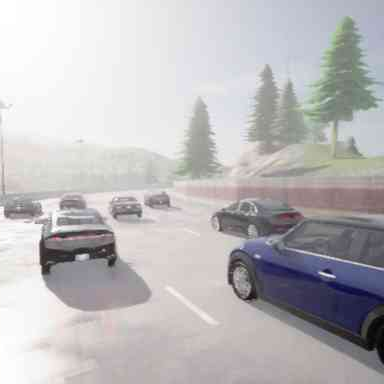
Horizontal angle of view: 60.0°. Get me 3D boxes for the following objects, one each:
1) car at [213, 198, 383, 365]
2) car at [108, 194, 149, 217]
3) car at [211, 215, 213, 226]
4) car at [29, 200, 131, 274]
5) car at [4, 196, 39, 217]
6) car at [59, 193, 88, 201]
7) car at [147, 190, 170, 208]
[{"bbox_3d":[2.442,1.127,5.338,2.097,1.767,4.553,-2,2,-26],"label":"car"},{"bbox_3d":[-4.601,0.931,22.513,2.033,1.411,5.357,-2,2,-18],"label":"car"},{"bbox_3d":[2.474,1.023,13.677,1.837,1.490,4.892,-2,2,-23],"label":"car"},{"bbox_3d":[-3.508,1.242,9.893,2.128,1.511,4.902,-2,2,-24],"label":"car"},{"bbox_3d":[-12.642,1.024,25.079,1.994,1.385,4.181,-2,2,-16],"label":"car"},{"bbox_3d":[-9.423,0.860,26.472,1.837,1.490,4.892,-2,2,-16],"label":"car"},{"bbox_3d":[-3.271,0.606,30.439,2.128,1.511,4.902,-2,2,-15],"label":"car"}]
